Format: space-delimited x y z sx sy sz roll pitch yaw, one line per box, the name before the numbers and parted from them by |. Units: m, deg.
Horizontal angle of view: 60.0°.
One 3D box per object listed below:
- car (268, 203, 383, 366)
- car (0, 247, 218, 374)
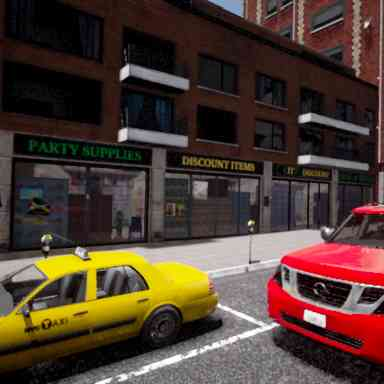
car | 3.786 1.225 5.753 5.566 2.045 2.150 0 0 -35
car | -1.844 1.526 4.755 4.829 1.417 1.752 0 2 -35
